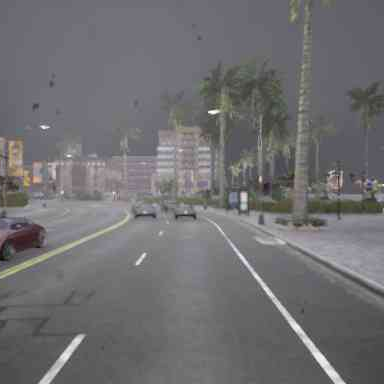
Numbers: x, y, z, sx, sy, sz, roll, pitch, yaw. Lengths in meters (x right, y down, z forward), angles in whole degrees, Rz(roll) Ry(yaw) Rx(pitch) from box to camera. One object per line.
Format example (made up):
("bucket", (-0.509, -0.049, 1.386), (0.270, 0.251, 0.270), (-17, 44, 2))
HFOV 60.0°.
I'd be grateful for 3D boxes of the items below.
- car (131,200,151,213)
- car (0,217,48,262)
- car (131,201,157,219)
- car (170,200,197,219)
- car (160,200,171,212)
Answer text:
("car", (-6.428, 1.757, 41.281), (1.994, 1.385, 4.181), (0, 0, -15))
("car", (-7.048, 1.622, 12.271), (1.994, 1.385, 4.181), (0, 0, 0))
("car", (-4.298, 1.709, 31.009), (1.994, 1.385, 4.181), (0, 0, -6))
("car", (-0.717, 1.707, 30.654), (1.994, 1.385, 4.181), (0, 0, -6))
("car", (-2.787, 1.685, 41.335), (2.128, 1.511, 4.902), (0, 0, -15))
